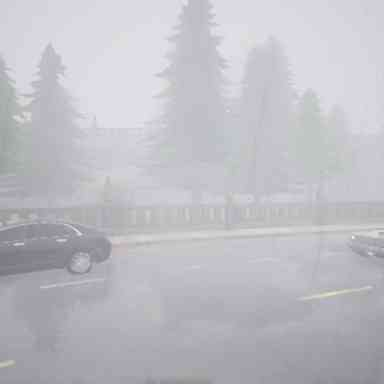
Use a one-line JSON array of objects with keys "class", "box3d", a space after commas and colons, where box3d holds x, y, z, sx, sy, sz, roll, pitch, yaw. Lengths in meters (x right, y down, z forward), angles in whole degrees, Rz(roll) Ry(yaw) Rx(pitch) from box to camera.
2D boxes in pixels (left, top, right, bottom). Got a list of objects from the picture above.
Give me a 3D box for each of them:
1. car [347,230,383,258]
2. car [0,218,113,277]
[{"class": "car", "box3d": [7.449, 1.527, 10.745, 4.718, 1.301, 1.895, 0, 0, -19]}, {"class": "car", "box3d": [-4.619, 1.491, 8.894, 4.892, 1.490, 1.837, 0, 0, -31]}]
